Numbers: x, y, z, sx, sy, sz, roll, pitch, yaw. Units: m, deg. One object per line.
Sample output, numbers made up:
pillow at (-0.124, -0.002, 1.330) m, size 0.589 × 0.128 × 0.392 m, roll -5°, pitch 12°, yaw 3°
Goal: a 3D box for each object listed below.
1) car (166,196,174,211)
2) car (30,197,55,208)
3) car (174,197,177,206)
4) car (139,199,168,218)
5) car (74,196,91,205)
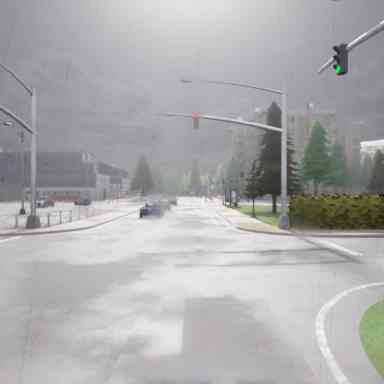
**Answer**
car at (-3.568, 1.564, 40.271) m, size 1.994 × 1.385 × 4.181 m, roll 0°, pitch 0°, yaw 0°
car at (-20.481, 1.384, 45.651) m, size 1.970 × 1.475 × 3.806 m, roll 0°, pitch 0°, yaw 0°
car at (-3.472, 1.479, 55.711) m, size 1.882 × 1.535 × 5.008 m, roll 0°, pitch 0°, yaw 0°
car at (-3.581, 1.601, 30.276) m, size 1.895 × 1.301 × 4.718 m, roll 0°, pitch 0°, yaw 0°
car at (-17.424, 1.374, 53.040) m, size 1.845 × 1.501 × 3.633 m, roll 0°, pitch 0°, yaw 0°
